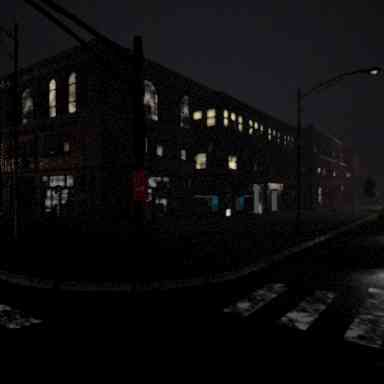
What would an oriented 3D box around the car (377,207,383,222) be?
[{"bbox_3d":[16.018,1.664,26.771,1.752,1.417,4.829,0,0,35],"label":"car"}]
